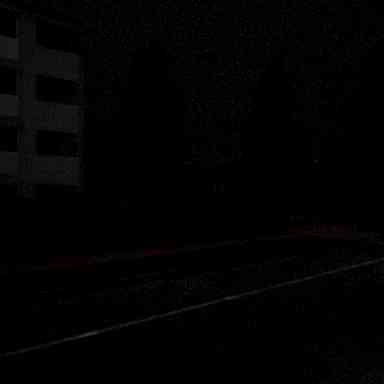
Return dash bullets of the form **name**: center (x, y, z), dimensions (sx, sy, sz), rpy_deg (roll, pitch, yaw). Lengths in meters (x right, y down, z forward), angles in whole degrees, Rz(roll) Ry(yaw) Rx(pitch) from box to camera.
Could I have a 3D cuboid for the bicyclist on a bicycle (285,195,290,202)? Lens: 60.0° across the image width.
- **bicyclist on a bicycle**: center (10.885, 1.193, 38.546), dimensions (1.656, 1.620, 0.582), rpy_deg (-1, 0, -36)
